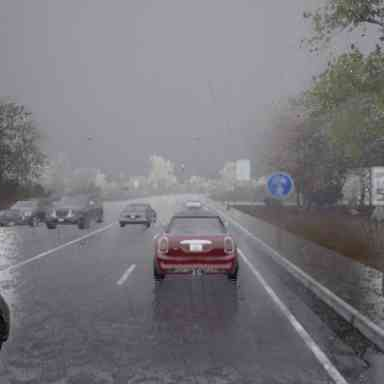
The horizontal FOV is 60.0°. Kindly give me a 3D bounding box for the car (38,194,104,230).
[{"bbox_3d":[-7.101,1.143,20.788,2.150,2.045,5.566,0,0,0],"label":"car"}]

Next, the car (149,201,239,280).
[{"bbox_3d":[0.098,1.315,9.989,2.097,1.767,4.553,0,0,0],"label":"car"}]

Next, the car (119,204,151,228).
[{"bbox_3d":[-3.406,1.466,21.686,2.033,1.411,5.357,0,0,0],"label":"car"}]

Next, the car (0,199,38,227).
[{"bbox_3d":[-10.602,1.270,21.773,2.097,1.767,4.553,0,0,0],"label":"car"}]

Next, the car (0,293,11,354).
[{"bbox_3d":[-3.400,1.495,2.617,1.837,1.490,4.892,0,0,0],"label":"car"}]
